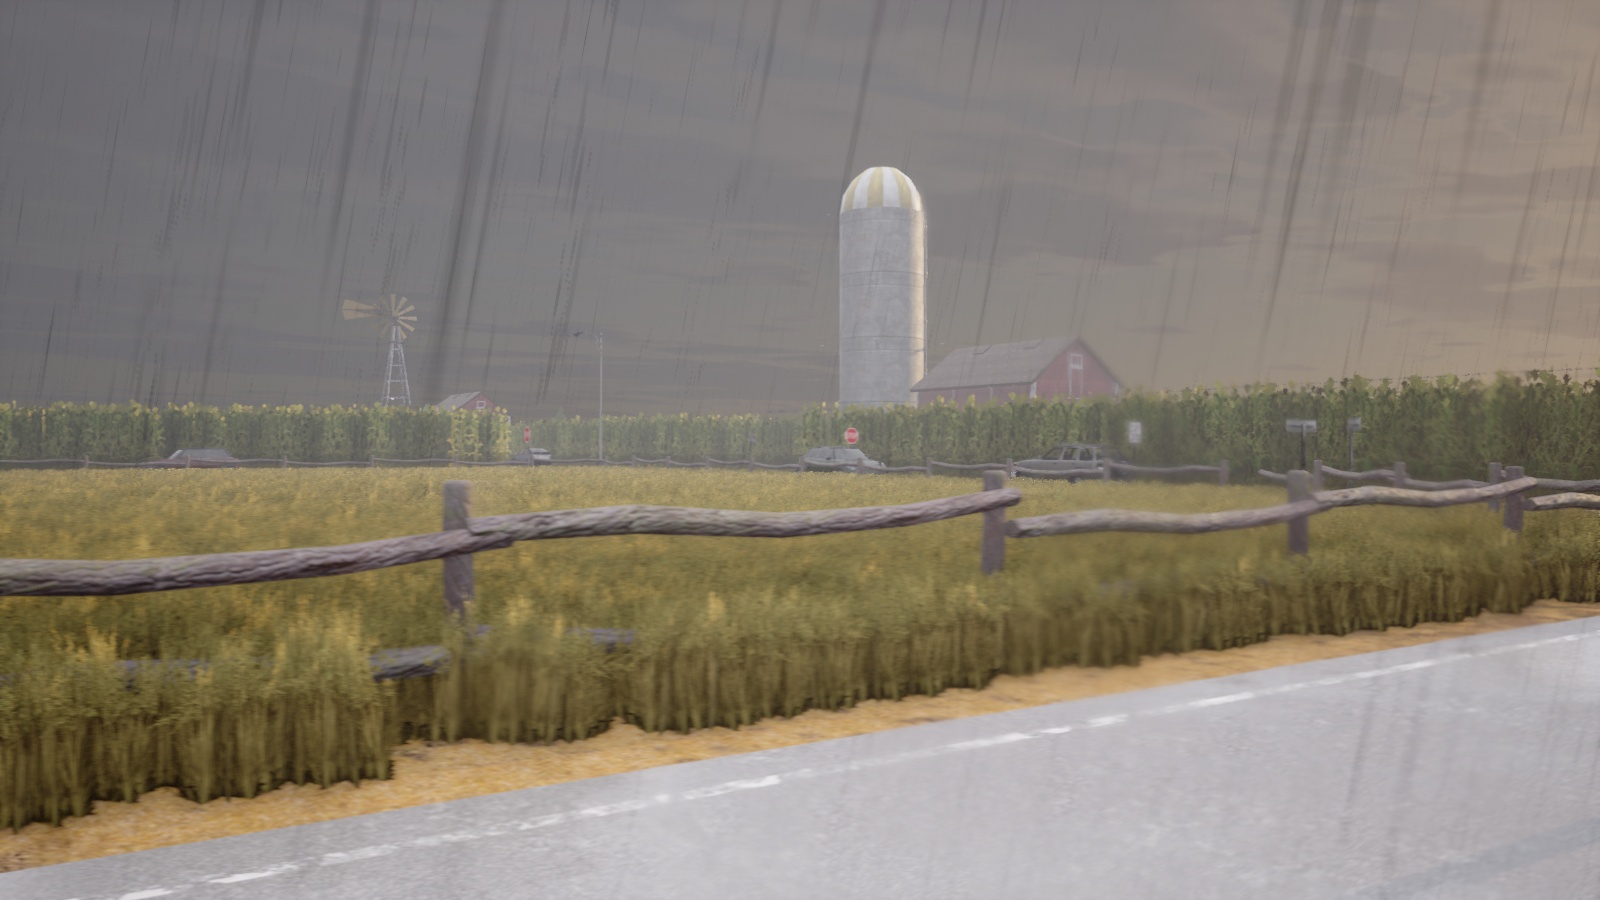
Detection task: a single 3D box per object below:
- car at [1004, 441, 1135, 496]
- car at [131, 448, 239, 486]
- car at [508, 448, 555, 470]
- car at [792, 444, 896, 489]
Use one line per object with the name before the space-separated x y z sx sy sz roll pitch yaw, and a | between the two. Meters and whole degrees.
car | 9.536 0.616 44.828 1.932 1.855 4.605 0 0 -31
car | -29.872 0.804 61.011 4.553 1.767 2.097 0 0 -32
car | -19.923 0.638 92.980 2.007 1.525 4.514 0 0 -31
car | 1.760 0.630 51.599 2.097 1.767 4.553 0 0 -31
